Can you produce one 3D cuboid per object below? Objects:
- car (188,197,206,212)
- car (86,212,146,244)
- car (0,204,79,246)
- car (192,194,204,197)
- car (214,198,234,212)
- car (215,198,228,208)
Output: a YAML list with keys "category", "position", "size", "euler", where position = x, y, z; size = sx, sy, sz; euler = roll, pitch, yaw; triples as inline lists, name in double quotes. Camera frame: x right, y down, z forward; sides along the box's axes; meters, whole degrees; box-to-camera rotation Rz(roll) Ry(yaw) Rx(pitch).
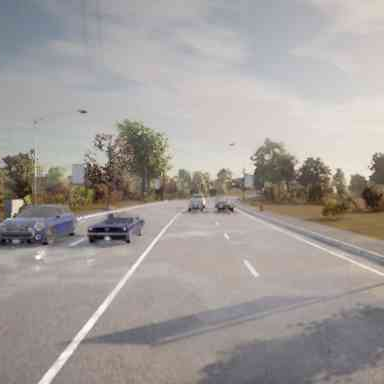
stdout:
- category: "car"
  position: [0.476, 1.653, 40.087]
  size: [2.033, 1.411, 5.357]
  euler: [0, 0, 2]
- category: "car"
  position: [-3.508, 1.643, 16.099]
  size: [1.895, 1.301, 4.718]
  euler: [0, 0, 1]
- category: "car"
  position: [-7.015, 1.393, 15.543]
  size: [2.097, 1.767, 4.553]
  euler: [0, 0, 1]
- category: "car"
  position: [0.944, 1.355, 50.513]
  size: [2.150, 2.045, 5.566]
  euler: [0, 0, 3]
- category: "car"
  position: [3.976, 1.706, 40.025]
  size: [1.895, 1.301, 4.718]
  euler: [0, 0, 2]
- category: "car"
  position: [4.458, 1.659, 50.586]
  size: [1.812, 1.442, 4.674]
  euler: [0, 0, 3]
